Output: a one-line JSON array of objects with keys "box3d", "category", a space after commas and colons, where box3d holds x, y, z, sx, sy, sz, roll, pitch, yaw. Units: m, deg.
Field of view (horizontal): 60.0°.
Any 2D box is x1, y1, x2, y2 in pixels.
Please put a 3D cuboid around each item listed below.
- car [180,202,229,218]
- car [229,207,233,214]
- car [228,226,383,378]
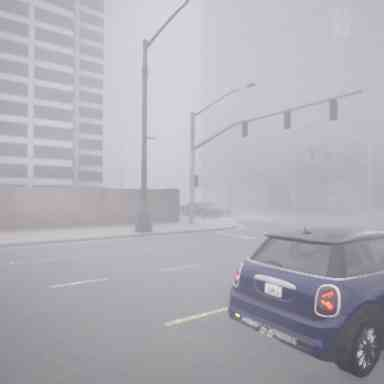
[{"box3d": [0.823, 1.708, 33.020, 2.033, 1.411, 5.357, 1, 0, -36], "category": "car"}, {"box3d": [2.343, 1.791, 36.900, 1.895, 1.301, 4.718, 1, 0, -36], "category": "car"}, {"box3d": [2.862, 1.397, 5.822, 4.553, 1.767, 2.097, 1, 0, -35], "category": "car"}]
